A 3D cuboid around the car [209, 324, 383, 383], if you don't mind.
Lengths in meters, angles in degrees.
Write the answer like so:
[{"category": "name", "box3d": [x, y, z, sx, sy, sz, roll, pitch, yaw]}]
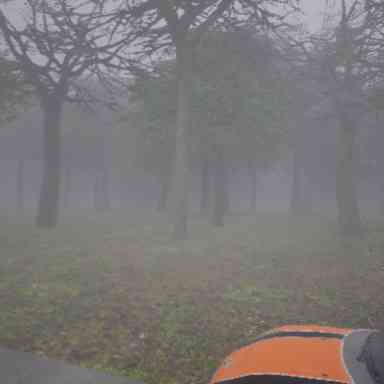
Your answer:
[{"category": "car", "box3d": [2.217, 1.545, 2.121, 4.553, 1.767, 2.097, 1, -3, 21]}]
